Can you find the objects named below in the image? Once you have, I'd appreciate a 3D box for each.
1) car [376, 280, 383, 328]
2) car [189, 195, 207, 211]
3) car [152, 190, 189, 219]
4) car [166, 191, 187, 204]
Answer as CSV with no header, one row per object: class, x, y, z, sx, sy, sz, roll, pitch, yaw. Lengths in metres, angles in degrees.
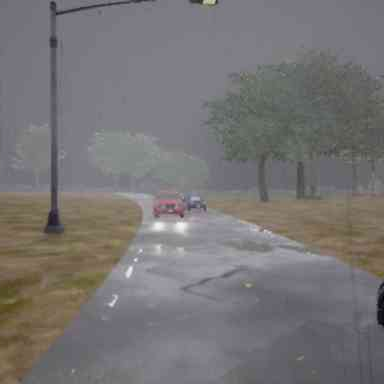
car,3.869,1.286,3.230,2.097,1.767,4.553,-1,0,-1
car,0.235,1.066,32.725,1.812,1.442,4.674,0,1,-9
car,-1.863,0.891,25.847,2.150,2.045,5.566,0,1,-8
car,-2.131,0.747,44.746,1.837,1.490,4.892,0,2,-14
